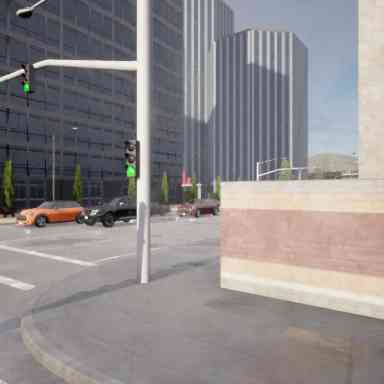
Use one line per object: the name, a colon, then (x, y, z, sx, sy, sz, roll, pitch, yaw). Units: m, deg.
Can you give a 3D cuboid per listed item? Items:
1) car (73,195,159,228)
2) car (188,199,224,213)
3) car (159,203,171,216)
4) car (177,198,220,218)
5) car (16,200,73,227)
car: (-5.145, 1.277, 23.516, 2.150, 2.045, 5.566, 0, 0, 36)
car: (1.750, 1.560, 39.094, 1.837, 1.490, 4.892, 0, 0, 36)
car: (-4.175, 1.603, 30.864, 2.033, 1.411, 5.357, 0, 0, 36)
car: (0.584, 1.407, 31.485, 2.097, 1.767, 4.553, 0, 0, 36)
car: (-9.701, 1.407, 23.169, 2.097, 1.767, 4.553, 0, 0, 36)
